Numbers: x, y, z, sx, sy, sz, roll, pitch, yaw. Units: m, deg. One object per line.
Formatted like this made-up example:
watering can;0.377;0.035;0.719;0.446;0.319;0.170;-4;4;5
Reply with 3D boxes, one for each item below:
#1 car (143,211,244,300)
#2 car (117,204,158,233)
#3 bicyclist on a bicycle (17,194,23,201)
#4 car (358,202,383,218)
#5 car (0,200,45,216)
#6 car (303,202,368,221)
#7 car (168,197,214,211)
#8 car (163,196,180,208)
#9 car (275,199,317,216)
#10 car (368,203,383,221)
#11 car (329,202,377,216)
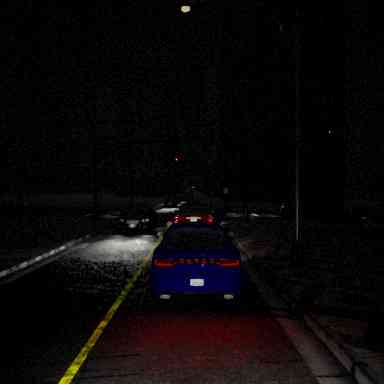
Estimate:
car;0.095;1.477;8.461;1.882;1.535;5.008;0;0;0
car;-3.114;1.491;19.796;2.128;1.511;4.902;0;0;0
bicyclist on a bicycle;-20.523;1.029;39.675;0.582;1.620;1.656;1;0;0
car;19.896;1.851;34.163;4.674;1.442;1.812;1;0;0
car;-14.792;1.366;28.194;4.403;1.369;2.008;1;-1;0
car;12.116;1.774;28.307;4.313;1.339;1.947;1;-1;0
car;0.108;1.351;17.615;2.097;1.767;4.553;0;0;1
car;-3.138;1.490;48.744;2.128;1.511;4.902;0;0;-2
car;10.930;1.538;34.155;4.553;1.767;2.097;1;0;0
car;17.929;1.823;28.311;4.829;1.417;1.752;1;-1;0
car;17.762;1.841;36.835;4.403;1.369;2.008;1;-1;0
